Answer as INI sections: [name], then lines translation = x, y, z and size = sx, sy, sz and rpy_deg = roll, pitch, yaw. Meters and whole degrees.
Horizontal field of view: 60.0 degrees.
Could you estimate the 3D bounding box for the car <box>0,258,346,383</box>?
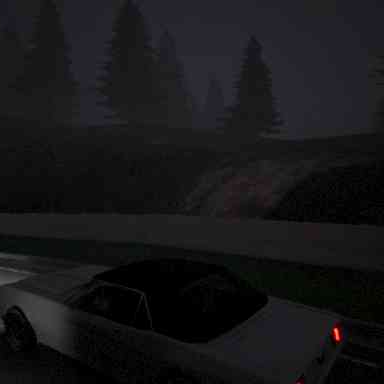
[car]
translation = -0.662, 1.599, 4.450
size = 4.718, 1.301, 1.895
rpy_deg = 0, 0, 35
